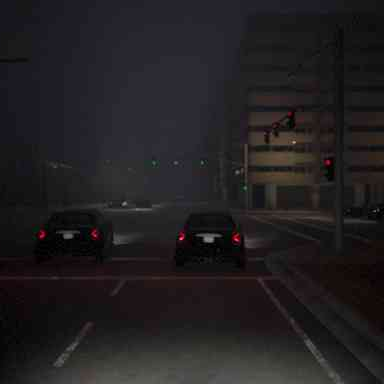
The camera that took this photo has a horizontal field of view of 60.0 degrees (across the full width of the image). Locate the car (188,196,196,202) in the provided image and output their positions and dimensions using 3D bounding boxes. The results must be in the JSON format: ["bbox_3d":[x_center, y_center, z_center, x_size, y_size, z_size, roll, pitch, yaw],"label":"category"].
[{"bbox_3d":[-0.031,1.764,78.077,1.994,1.385,4.181,0,0,0],"label":"car"}]

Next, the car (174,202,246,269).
[{"bbox_3d":[0.780,1.383,11.578,2.097,1.767,4.553,0,0,8],"label":"car"}]

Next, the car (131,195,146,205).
[{"bbox_3d":[-10.539,1.651,64.029,1.882,1.535,5.008,0,0,0],"label":"car"}]

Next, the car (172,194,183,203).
[{"bbox_3d":[-3.530,1.732,76.695,2.128,1.511,4.902,0,0,0],"label":"car"}]

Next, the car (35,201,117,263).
[{"bbox_3d":[-4.130,1.385,12.328,2.097,1.767,4.553,0,0,-9],"label":"car"}]

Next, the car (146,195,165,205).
[{"bbox_3d":[-7.045,1.665,63.703,2.128,1.511,4.902,0,0,0],"label":"car"}]

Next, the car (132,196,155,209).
[{"bbox_3d":[-7.096,1.696,49.068,1.994,1.385,4.181,0,0,0],"label":"car"}]

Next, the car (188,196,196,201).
[{"bbox_3d":[-0.034,1.694,86.376,1.994,1.385,4.181,0,0,0],"label":"car"}]

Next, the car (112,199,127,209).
[{"bbox_3d":[-10.601,1.677,47.854,2.033,1.411,5.357,0,0,0],"label":"car"}]

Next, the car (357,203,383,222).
[{"bbox_3d":[16.317,1.428,26.841,4.553,1.767,2.097,0,0,-1],"label":"car"}]

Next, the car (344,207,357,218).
[{"bbox_3d":[16.081,1.685,30.339,4.718,1.301,1.895,0,0,-1],"label":"car"}]

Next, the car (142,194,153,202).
[{"bbox_3d":[-10.531,1.466,79.032,2.097,1.767,4.553,0,0,0],"label":"car"}]

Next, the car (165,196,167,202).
[{"bbox_3d":[-7.031,1.636,78.997,2.128,1.511,4.902,0,0,0],"label":"car"}]
